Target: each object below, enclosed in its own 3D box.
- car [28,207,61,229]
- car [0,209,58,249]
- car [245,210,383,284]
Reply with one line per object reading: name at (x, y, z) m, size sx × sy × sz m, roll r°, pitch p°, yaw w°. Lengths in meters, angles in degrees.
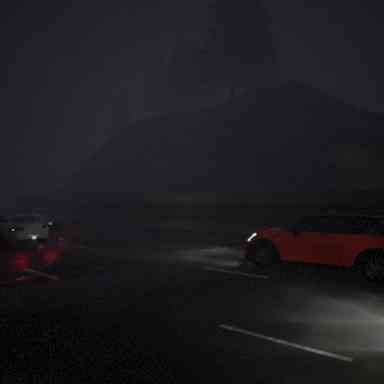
car at (-10.563, 1.782, 22.657) m, size 1.812 × 1.442 × 4.674 m, roll 0°, pitch -1°, yaw -45°
car at (-8.421, 1.711, 15.707) m, size 4.674 × 1.442 × 1.812 m, roll -1°, pitch -1°, yaw 42°
car at (3.879, 1.404, 9.985) m, size 4.553 × 1.767 × 2.097 m, roll -1°, pitch -1°, yaw 36°
